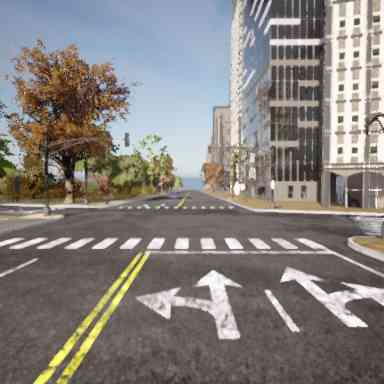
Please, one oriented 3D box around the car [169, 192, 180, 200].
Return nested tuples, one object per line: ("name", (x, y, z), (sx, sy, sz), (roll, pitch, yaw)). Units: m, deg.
("car", (-3.235, 0.761, 62.190), (2.033, 1.411, 5.357), (0, 1, 0))
